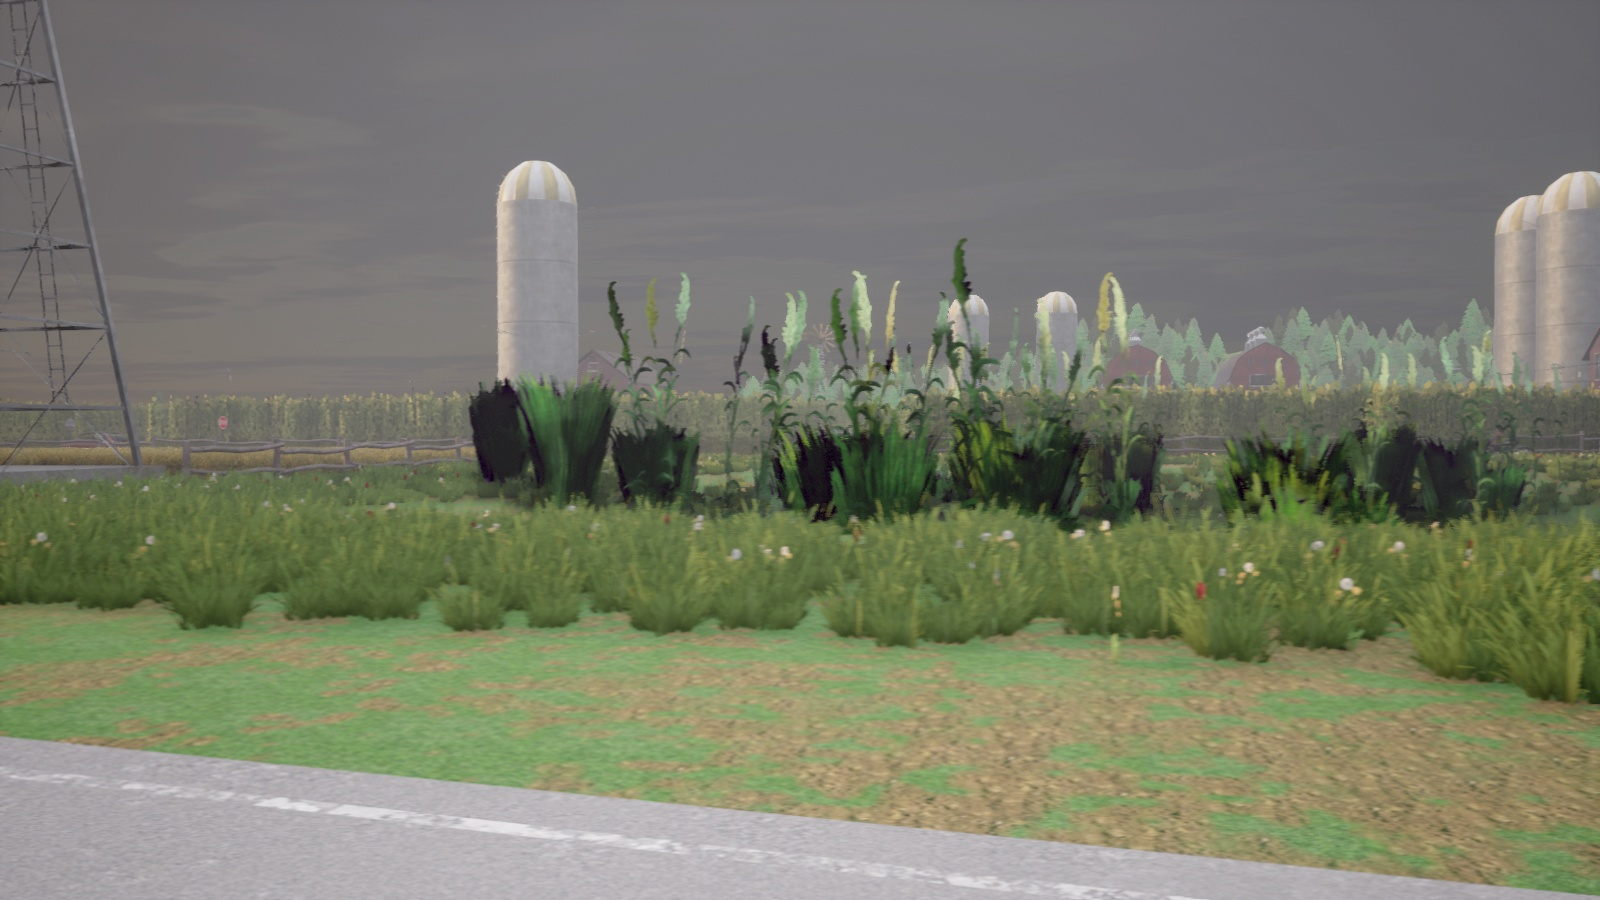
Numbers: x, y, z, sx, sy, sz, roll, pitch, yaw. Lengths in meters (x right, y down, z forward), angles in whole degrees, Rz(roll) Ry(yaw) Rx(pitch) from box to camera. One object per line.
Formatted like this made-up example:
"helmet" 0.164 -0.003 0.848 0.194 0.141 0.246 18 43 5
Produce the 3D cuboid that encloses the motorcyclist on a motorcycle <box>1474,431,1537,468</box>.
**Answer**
"motorcyclist on a motorcycle" 32.174 -0.020 57.306 2.350 1.649 0.766 1 1 13

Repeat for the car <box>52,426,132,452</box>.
"car" -43.801 -0.684 77.713 3.988 1.617 1.851 0 1 7
